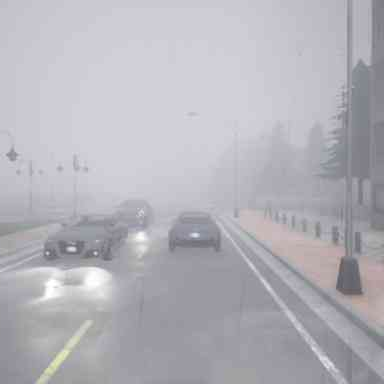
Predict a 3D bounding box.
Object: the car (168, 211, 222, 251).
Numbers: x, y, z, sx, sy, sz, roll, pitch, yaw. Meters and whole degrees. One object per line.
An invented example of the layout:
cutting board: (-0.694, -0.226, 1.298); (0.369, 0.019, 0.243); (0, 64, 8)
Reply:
car: (0.102, 1.451, 13.549); (1.994, 1.385, 4.181); (0, 0, 0)

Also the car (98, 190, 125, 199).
car: (-17.231, 0.528, 70.607); (4.605, 1.855, 1.932); (0, 0, 0)

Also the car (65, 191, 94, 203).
car: (-17.372, 0.958, 52.026); (3.633, 1.501, 1.845); (0, 0, 0)

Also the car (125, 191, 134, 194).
car: (-17.640, 0.455, 86.307); (5.027, 1.636, 2.152); (0, 0, 0)

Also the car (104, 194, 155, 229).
car: (-3.539, 1.184, 20.271); (2.097, 1.767, 4.553); (0, 0, 1)

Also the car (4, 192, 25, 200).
car: (-35.781, 0.779, 67.002); (3.633, 1.501, 1.845); (0, 0, 0)

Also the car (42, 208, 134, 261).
car: (-3.517, 1.467, 11.721); (1.994, 1.385, 4.181); (0, 0, 0)

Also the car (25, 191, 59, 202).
car: (-24.792, 0.943, 55.008); (3.806, 1.475, 1.970); (0, 0, 0)

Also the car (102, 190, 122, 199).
car: (-17.643, 0.484, 73.512); (3.866, 1.878, 1.905); (0, 0, 0)

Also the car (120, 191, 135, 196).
car: (-17.963, 0.481, 92.725); (3.806, 1.475, 1.970); (0, 0, 0)
